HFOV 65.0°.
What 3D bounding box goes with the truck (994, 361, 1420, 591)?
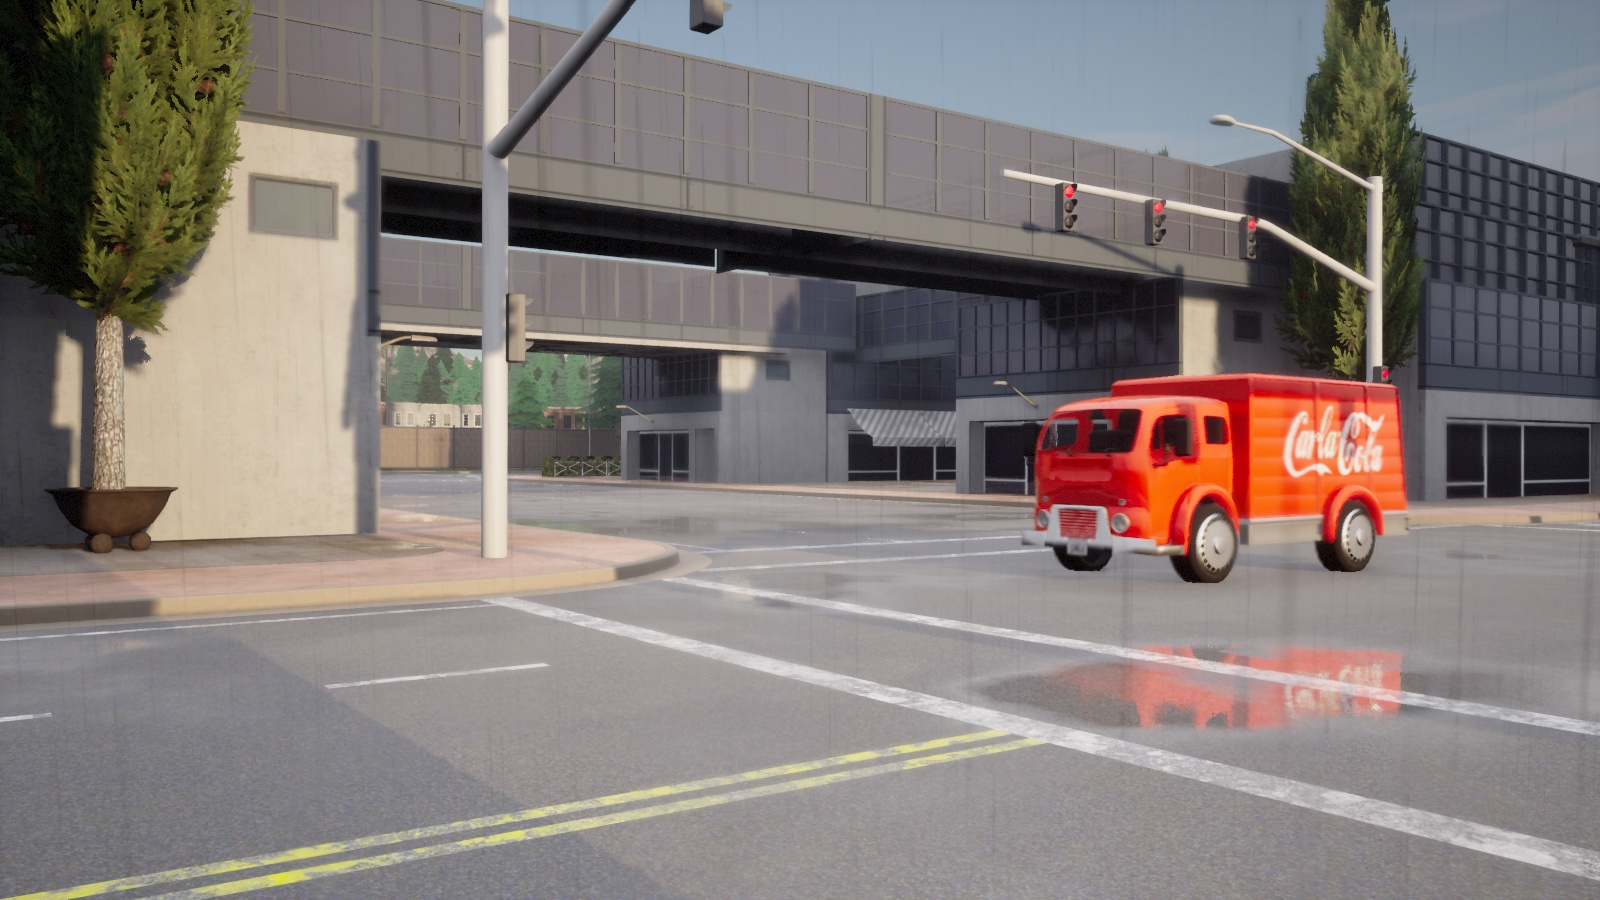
[{"bbox_3d":[5.283,0.286,16.058,5.204,2.467,2.627,0,0,-36],"label":"truck"}]
